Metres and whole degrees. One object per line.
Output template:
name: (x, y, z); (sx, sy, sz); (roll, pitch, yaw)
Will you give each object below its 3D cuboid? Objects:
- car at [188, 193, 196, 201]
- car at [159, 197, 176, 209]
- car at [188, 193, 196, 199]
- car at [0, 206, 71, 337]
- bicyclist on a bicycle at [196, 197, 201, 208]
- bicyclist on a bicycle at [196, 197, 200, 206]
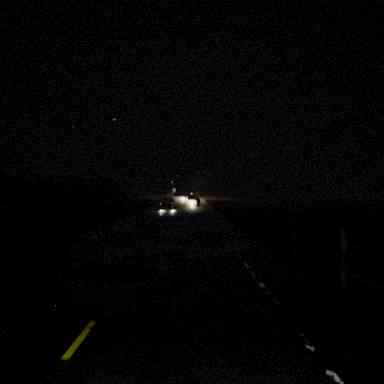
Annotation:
car: (0.036, 1.299, 81.685); (1.837, 1.490, 4.892); (0, 1, 0)
car: (-3.539, 1.587, 48.713); (2.097, 1.767, 4.553); (0, 0, 0)
car: (0.041, 1.025, 93.137); (2.128, 1.511, 4.902); (0, 1, 0)
car: (-3.595, 1.270, 4.766); (2.150, 2.045, 5.566); (0, -1, 0)
bicyclist on a bicycle: (0.987, 1.695, 47.644); (0.582, 1.620, 1.656); (0, 0, 0)
bicyclist on a bicycle: (0.990, 1.612, 56.629); (0.582, 1.620, 1.656); (0, 0, 0)
